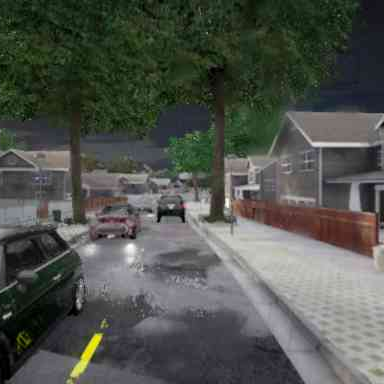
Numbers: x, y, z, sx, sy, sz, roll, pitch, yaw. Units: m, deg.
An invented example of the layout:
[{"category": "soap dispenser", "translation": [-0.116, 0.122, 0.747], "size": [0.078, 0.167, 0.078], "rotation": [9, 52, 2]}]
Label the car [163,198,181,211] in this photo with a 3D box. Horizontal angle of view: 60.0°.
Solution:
[{"category": "car", "translation": [-2.552, 1.542, 43.654], "size": [2.128, 1.511, 4.902], "rotation": [0, 0, -2]}]

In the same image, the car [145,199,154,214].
[{"category": "car", "translation": [-5.131, 1.553, 35.890], "size": [1.837, 1.490, 4.892], "rotation": [0, -1, -2]}]

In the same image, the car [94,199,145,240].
[{"category": "car", "translation": [-3.767, 1.378, 17.021], "size": [2.097, 1.767, 4.553], "rotation": [0, 0, -5]}]

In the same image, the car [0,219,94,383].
[{"category": "car", "translation": [-3.029, 1.364, 4.501], "size": [2.097, 1.767, 4.553], "rotation": [0, 0, -2]}]

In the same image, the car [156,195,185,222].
[{"category": "car", "translation": [-1.706, 1.239, 26.807], "size": [2.150, 2.045, 5.566], "rotation": [0, -1, -4]}]
